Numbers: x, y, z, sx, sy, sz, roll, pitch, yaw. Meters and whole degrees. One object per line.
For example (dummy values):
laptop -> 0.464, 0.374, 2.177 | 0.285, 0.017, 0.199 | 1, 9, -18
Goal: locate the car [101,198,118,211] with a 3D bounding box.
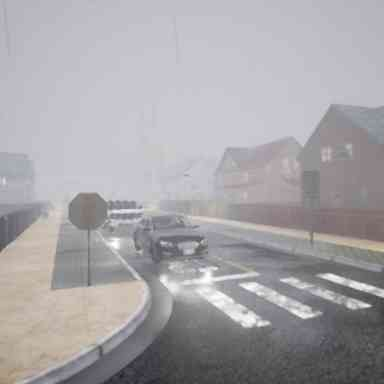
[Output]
car -> -12.976, 1.927, 52.100 | 2.097, 1.767, 4.553 | -1, 0, -21

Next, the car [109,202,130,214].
car -> -9.393, 2.026, 42.867 | 1.994, 1.385, 4.181 | -1, 0, -21

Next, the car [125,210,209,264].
car -> -0.959, 1.620, 12.628 | 2.128, 1.511, 4.902 | -1, 0, -21

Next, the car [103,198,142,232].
car -> -4.768, 1.474, 22.604 | 2.150, 2.045, 5.566 | -1, 0, -21
